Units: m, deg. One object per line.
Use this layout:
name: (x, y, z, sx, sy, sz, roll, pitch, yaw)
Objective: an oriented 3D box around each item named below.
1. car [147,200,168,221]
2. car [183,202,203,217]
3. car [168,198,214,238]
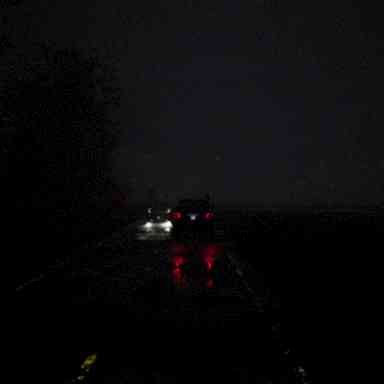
car: (-2.776, 1.555, 29.815, 2.097, 1.767, 4.553, 0, 0, 0)
car: (0.074, 1.808, 35.731, 1.994, 1.385, 4.181, 0, -1, -1)
car: (0.081, 1.351, 18.840, 2.150, 2.045, 5.566, 0, 0, 1)
